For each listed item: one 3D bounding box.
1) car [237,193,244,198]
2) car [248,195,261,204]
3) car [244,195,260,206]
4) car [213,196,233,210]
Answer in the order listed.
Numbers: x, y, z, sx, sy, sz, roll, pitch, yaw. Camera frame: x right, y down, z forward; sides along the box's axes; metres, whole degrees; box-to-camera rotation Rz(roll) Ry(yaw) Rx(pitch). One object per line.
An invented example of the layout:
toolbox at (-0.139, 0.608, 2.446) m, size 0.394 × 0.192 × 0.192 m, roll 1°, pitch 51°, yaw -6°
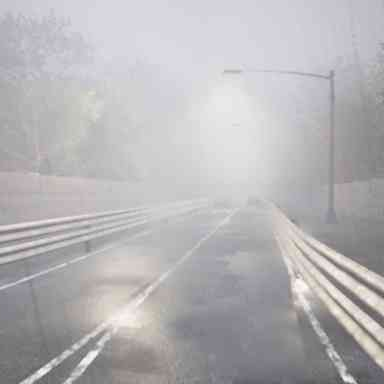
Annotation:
car at (11.765, 0.994, 79.067) m, size 1.882 × 1.535 × 5.008 m, roll 0°, pitch -1°, yaw 11°
car at (11.137, 1.251, 59.416) m, size 2.128 × 1.511 × 4.902 m, roll 0°, pitch 0°, yaw 11°
car at (9.109, 1.210, 49.303) m, size 1.882 × 1.535 × 5.008 m, roll 0°, pitch 0°, yaw 11°
car at (3.729, 1.205, 39.444) m, size 1.882 × 1.535 × 5.008 m, roll 0°, pitch 0°, yaw 12°
